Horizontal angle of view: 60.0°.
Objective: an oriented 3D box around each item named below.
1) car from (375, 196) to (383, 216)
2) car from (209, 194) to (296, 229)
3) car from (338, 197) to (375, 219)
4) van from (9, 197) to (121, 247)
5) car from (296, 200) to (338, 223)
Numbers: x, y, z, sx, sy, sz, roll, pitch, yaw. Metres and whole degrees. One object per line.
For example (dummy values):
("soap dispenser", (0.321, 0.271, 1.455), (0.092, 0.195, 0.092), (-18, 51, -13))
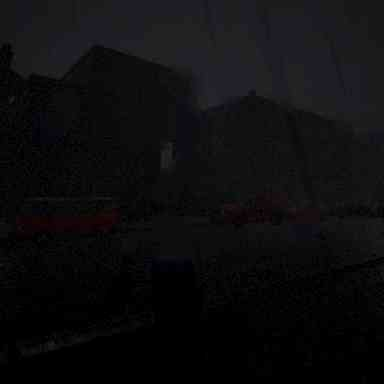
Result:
("car", (17.085, 1.208, 30.791), (4.553, 1.767, 2.185), (0, 0, -36))
("car", (3.667, 1.143, 21.172), (5.566, 2.045, 2.435), (0, 0, -36))
("car", (12.574, 1.355, 27.558), (4.892, 1.521, 2.231), (0, 0, -36))
("van", (-5.487, 1.209, 14.610), (4.442, 1.987, 1.878), (0, 0, -36))
("car", (8.083, 1.374, 24.339), (5.008, 1.535, 2.097), (0, 0, -36))
